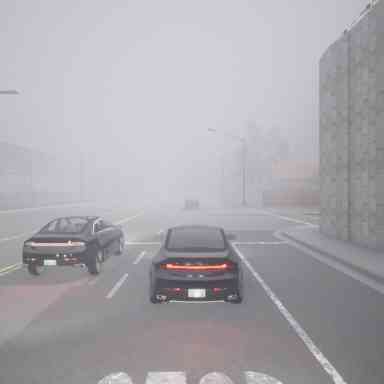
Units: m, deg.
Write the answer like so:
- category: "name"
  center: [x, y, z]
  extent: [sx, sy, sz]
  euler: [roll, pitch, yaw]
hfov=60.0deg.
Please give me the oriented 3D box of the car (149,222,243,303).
- category: "car"
  center: [0.080, 1.505, 8.181]
  extent: [1.837, 1.490, 4.892]
  euler: [0, 0, 0]

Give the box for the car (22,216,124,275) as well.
- category: "car"
  center: [-3.426, 1.492, 10.450]
  extent: [2.128, 1.511, 4.902]
  euler: [0, 0, 0]

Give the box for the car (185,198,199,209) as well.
- category: "car"
  center: [-0.013, 1.491, 44.174]
  extent: [2.128, 1.511, 4.902]
  euler: [0, 0, 0]
